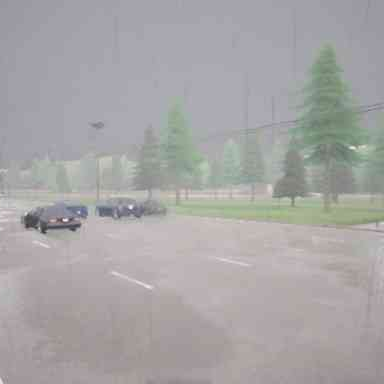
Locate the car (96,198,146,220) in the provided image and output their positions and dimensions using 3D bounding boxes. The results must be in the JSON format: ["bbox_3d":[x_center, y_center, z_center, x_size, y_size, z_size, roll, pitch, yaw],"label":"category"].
[{"bbox_3d":[-6.104,1.239,27.216,2.097,1.767,4.553,0,0,-41],"label":"car"}]

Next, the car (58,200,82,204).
[{"bbox_3d":[-9.987,1.367,26.360,1.882,1.535,5.008,0,0,-41],"label":"car"}]

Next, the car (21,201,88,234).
[{"bbox_3d":[-8.051,1.468,18.759,2.033,1.411,5.357,0,0,-41],"label":"car"}]

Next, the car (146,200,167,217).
[{"bbox_3d":[-4.099,1.439,30.252,1.994,1.385,4.181,0,0,-41],"label":"car"}]
